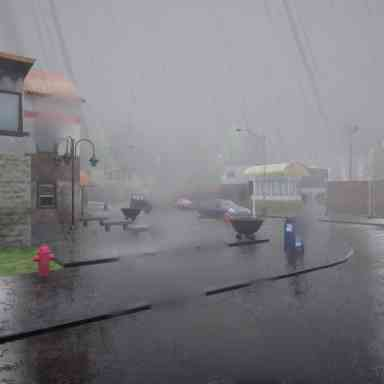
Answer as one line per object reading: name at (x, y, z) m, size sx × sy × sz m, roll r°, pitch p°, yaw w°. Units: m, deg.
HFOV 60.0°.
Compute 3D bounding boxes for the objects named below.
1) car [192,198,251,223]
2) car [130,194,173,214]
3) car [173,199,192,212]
car at (2.399, 1.351, 25.635) m, size 2.097 × 1.767 × 4.553 m, roll 0°, pitch 0°, yaw -35°
car at (-4.719, 1.223, 35.678) m, size 2.150 × 2.045 × 5.566 m, roll 0°, pitch 0°, yaw -35°
car at (-1.391, 1.525, 38.184) m, size 1.812 × 1.442 × 4.674 m, roll 0°, pitch 0°, yaw -35°
